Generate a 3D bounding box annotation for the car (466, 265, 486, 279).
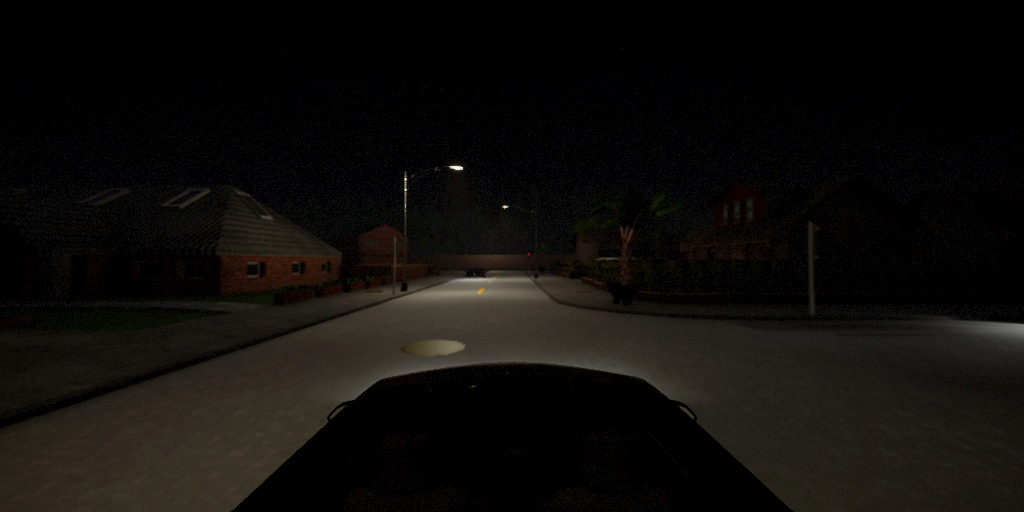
[{"bbox_3d":[-4.009,1.753,40.479,1.994,1.385,4.181,0,-1,0],"label":"car"}]
